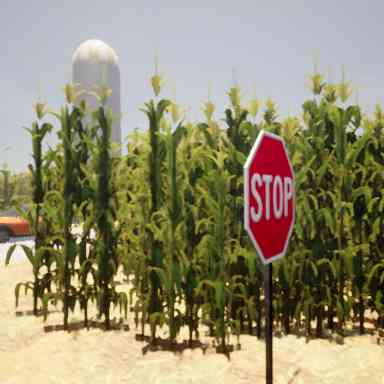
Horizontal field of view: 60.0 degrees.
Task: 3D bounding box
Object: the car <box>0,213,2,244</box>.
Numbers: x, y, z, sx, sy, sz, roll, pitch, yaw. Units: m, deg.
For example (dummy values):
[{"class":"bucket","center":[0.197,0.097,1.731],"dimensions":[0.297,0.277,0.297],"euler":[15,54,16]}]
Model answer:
[{"class":"car","center":[-8.494,1.442,16.594],"dimensions":[2.097,1.767,4.553],"euler":[-1,-1,36]}]
